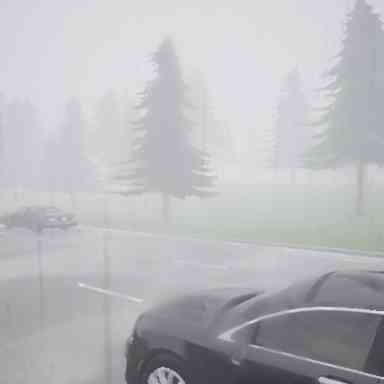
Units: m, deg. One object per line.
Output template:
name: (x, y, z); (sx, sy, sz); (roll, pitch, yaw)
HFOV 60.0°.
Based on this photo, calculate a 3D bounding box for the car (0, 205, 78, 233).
car: (-8.634, 1.435, 18.644); (5.357, 1.411, 2.033); (0, 0, 36)

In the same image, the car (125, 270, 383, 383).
car: (1.515, 1.503, 2.911); (4.892, 1.490, 1.837); (0, 0, 36)
